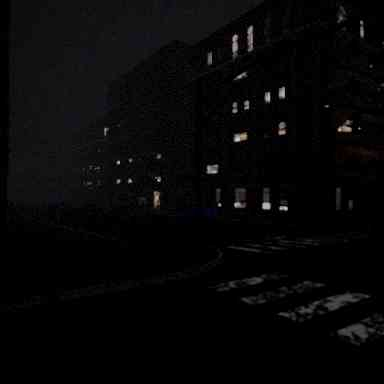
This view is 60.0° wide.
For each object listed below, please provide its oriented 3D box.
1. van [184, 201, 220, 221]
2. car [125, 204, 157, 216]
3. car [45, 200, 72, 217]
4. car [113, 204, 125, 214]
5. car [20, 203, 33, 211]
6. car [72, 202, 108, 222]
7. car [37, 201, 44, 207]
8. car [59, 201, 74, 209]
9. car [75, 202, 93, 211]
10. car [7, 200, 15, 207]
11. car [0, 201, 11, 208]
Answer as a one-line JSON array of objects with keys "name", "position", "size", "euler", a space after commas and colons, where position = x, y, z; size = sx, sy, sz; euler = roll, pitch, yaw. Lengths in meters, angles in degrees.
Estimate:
[{"name": "van", "position": [0.848, 1.757, 31.338], "size": [1.690, 1.788, 3.998], "euler": [-1, 0, -36]}, {"name": "car", "position": [-5.977, 2.129, 40.535], "size": [1.752, 1.417, 4.829], "euler": [-1, 0, -36]}, {"name": "car", "position": [-15.923, 2.097, 40.120], "size": [1.967, 1.590, 4.097], "euler": [-1, 0, -36]}, {"name": "car", "position": [-9.172, 2.259, 44.976], "size": [1.947, 1.339, 4.313], "euler": [-1, 0, -36]}, {"name": "car", "position": [-29.005, 2.554, 58.299], "size": [1.752, 1.417, 4.829], "euler": [-1, 0, -36]}, {"name": "car", "position": [-9.332, 1.912, 30.961], "size": [1.967, 1.590, 4.097], "euler": [-1, 0, -36]}, {"name": "car", "position": [-38.835, 3.103, 86.188], "size": [1.947, 1.339, 4.313], "euler": [-1, 0, -36]}, {"name": "car", "position": [-25.654, 2.601, 67.873], "size": [1.967, 1.590, 4.097], "euler": [-1, 0, -36]}, {"name": "car", "position": [-19.160, 2.502, 58.852], "size": [1.752, 1.417, 4.829], "euler": [-1, 0, -36]}, {"name": "car", "position": [-42.293, 2.722, 76.756], "size": [2.192, 1.841, 5.009], "euler": [-1, 0, -36]}, {"name": "car", "position": [-45.485, 3.024, 81.195], "size": [1.752, 1.417, 4.829], "euler": [-1, 0, -36]}]
